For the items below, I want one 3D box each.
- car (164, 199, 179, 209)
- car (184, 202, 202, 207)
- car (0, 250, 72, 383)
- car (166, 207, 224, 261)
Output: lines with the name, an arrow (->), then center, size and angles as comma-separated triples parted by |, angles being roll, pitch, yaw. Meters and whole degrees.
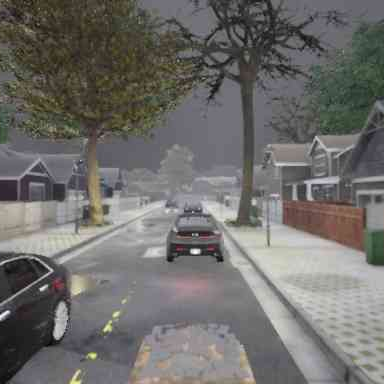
car -> -2.826, 1.682, 47.349 | 2.033, 1.411, 5.357 | 0, 0, 0
car -> 0.104, 1.693, 34.688 | 1.895, 1.301, 4.718 | 0, 0, 0
car -> -2.851, 1.512, 3.545 | 1.837, 1.490, 4.892 | 0, 0, 0
car -> 0.095, 1.530, 12.334 | 1.837, 1.490, 4.892 | 0, 0, 0
